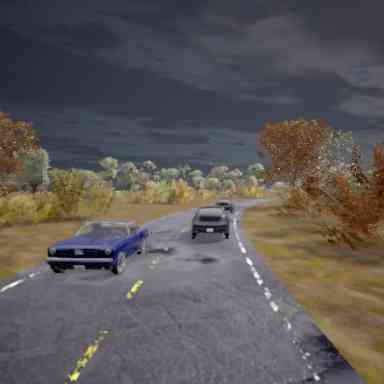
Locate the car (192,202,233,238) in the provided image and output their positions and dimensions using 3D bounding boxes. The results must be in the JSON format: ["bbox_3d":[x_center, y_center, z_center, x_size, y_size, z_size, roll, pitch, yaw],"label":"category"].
[{"bbox_3d":[1.042,1.486,17.629,1.837,1.490,4.892,0,0,5],"label":"car"}]

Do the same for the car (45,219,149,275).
[{"bbox_3d":[-2.711,1.586,10.582,1.895,1.301,4.718,0,0,3],"label":"car"}]

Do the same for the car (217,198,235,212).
[{"bbox_3d":[3.512,1.457,35.507,1.837,1.490,4.892,0,0,10],"label":"car"}]
